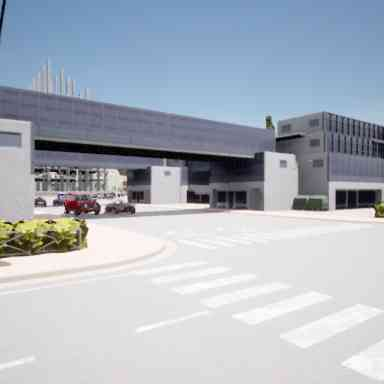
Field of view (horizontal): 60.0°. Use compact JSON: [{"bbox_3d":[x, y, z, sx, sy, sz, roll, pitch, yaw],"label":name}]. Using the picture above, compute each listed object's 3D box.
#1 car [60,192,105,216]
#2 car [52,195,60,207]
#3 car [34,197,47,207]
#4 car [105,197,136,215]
[{"bbox_3d":[-10.792,1.215,32.540,2.150,2.045,5.566,0,0,-36],"label":"car"},{"bbox_3d":[-20.235,1.539,51.710,2.033,1.411,5.357,0,0,-36],"label":"car"},{"bbox_3d":[-23.063,1.488,49.645,2.128,1.511,4.902,0,0,-36],"label":"car"},{"bbox_3d":[-7.293,1.556,33.677,1.994,1.385,4.181,0,0,-36],"label":"car"}]
